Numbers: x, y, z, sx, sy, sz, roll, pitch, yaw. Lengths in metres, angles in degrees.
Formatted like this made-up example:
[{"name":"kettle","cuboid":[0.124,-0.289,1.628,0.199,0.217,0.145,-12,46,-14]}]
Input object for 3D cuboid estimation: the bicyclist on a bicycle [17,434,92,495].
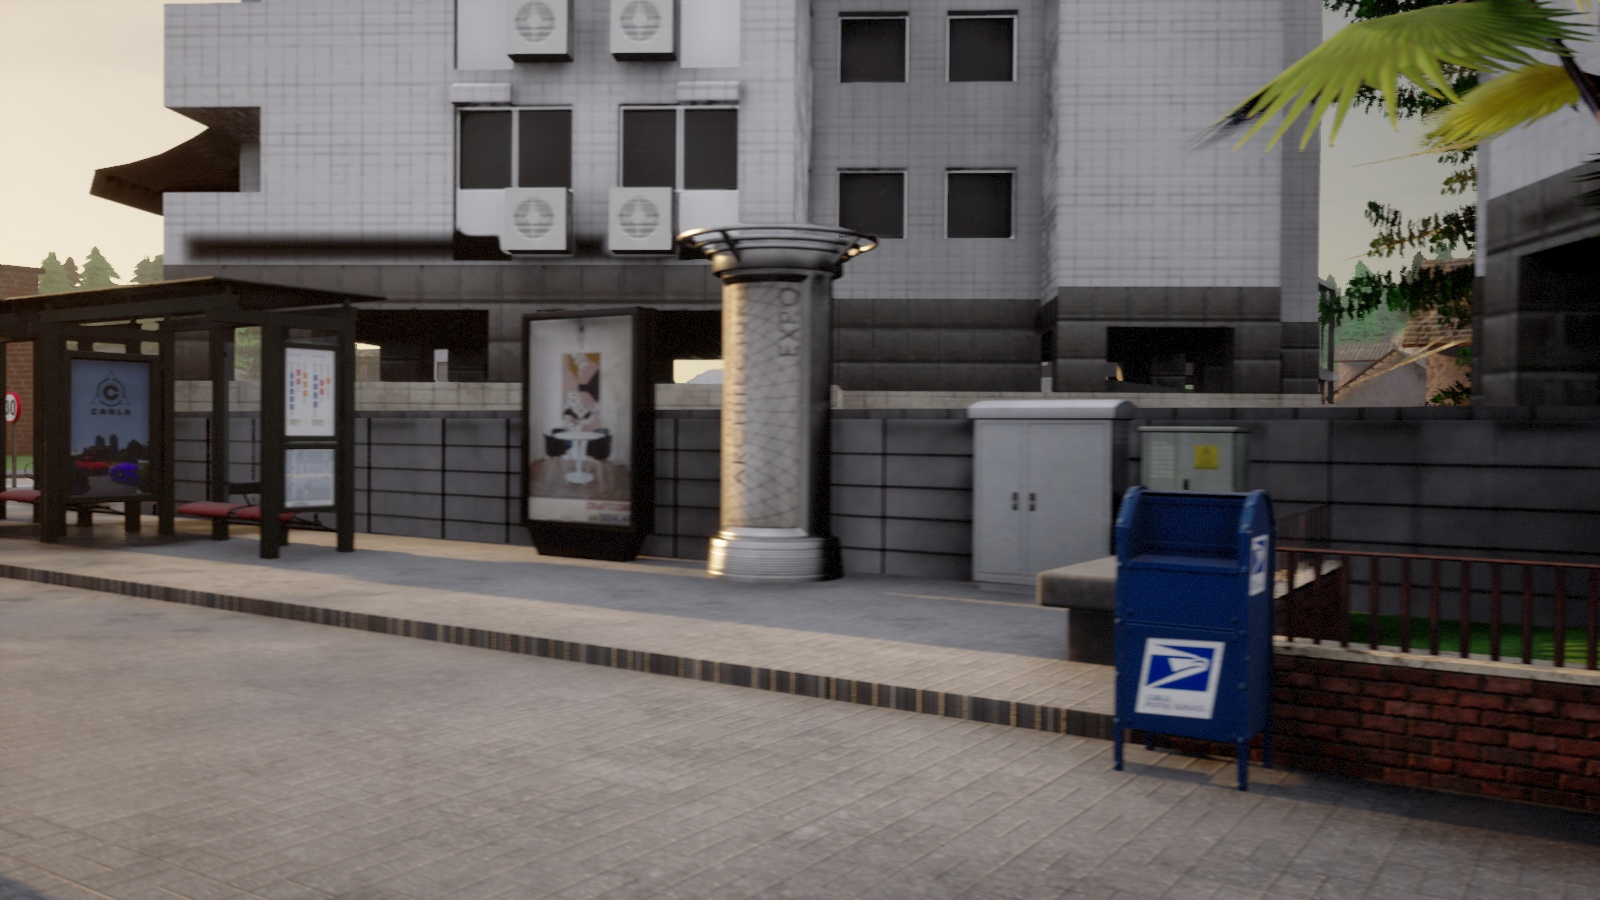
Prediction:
[{"name":"bicyclist on a bicycle","cuboid":[-20.361,0.384,34.302,0.866,1.612,1.509,0,1,34]}]
